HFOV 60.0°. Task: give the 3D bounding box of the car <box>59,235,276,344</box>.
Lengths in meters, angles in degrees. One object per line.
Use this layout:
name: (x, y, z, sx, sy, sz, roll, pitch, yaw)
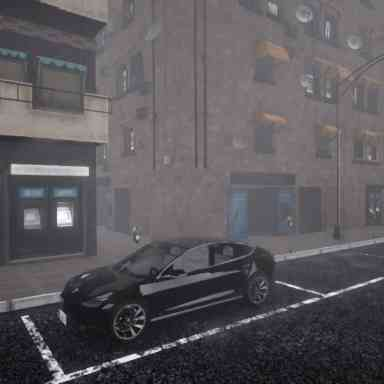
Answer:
car: (-0.224, 1.566, 6.415, 4.313, 1.339, 1.947, 0, 0, -36)
